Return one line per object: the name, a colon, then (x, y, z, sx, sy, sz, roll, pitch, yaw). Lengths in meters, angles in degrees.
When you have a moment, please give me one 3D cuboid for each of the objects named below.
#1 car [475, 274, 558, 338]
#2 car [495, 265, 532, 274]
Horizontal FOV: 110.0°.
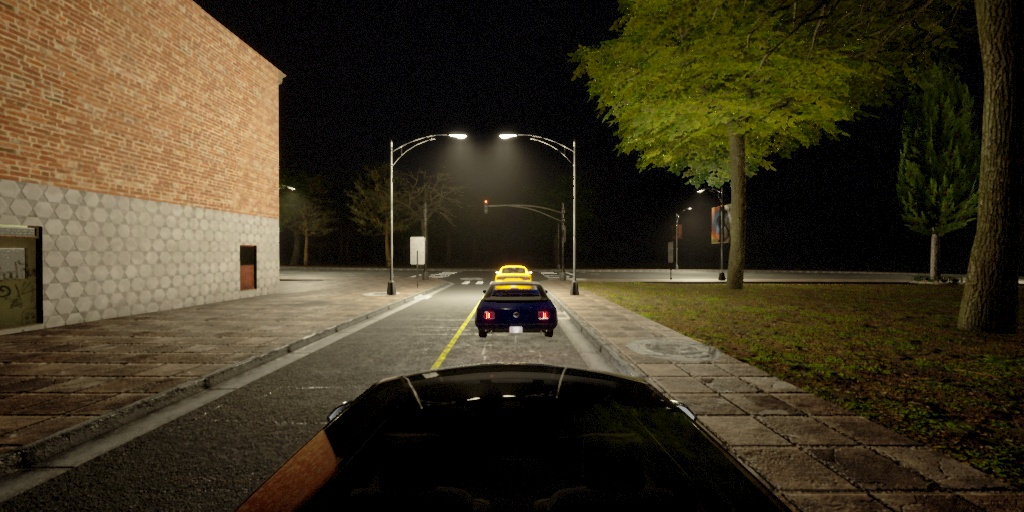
car: (0.095, 1.356, 10.202, 1.895, 1.301, 4.718, 0, 0, 0)
car: (0.093, 1.254, 19.547, 1.882, 1.535, 5.008, 0, 0, 1)
